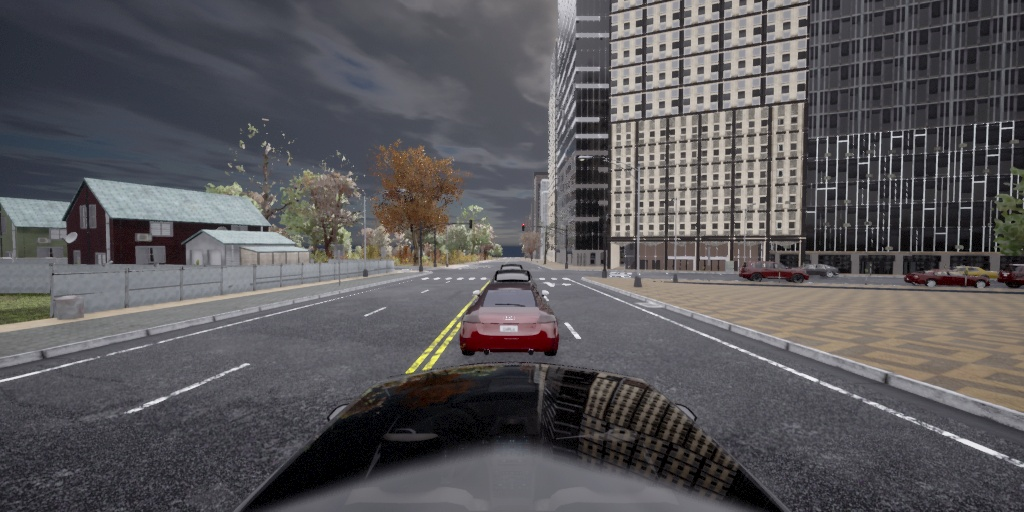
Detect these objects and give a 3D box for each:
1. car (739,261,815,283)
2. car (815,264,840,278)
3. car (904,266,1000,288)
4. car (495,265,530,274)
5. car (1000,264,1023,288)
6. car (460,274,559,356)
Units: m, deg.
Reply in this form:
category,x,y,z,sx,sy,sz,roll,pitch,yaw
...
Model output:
category,x,y,z,sx,sy,sz,roll,pitch,yaw
car,22.975,1.394,31.706,5.009,1.841,2.192,0,0,20
car,31.001,1.469,37.165,4.403,1.370,2.007,0,0,20
car,33.626,1.715,27.822,4.507,1.381,1.888,0,0,20
car,0.028,1.251,14.016,1.837,1.490,4.892,0,0,0
car,38.952,1.531,25.880,5.009,1.841,2.192,0,0,20
car,-0.033,1.311,8.630,1.994,1.385,4.181,0,0,1
